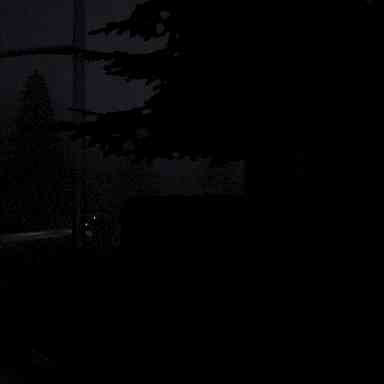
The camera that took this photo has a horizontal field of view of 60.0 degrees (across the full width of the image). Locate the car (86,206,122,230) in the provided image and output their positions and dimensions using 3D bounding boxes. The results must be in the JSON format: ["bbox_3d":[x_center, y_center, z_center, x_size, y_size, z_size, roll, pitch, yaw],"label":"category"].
[{"bbox_3d":[-4.935,1.586,21.338,1.895,1.301,4.718,0,0,36],"label":"car"}]
